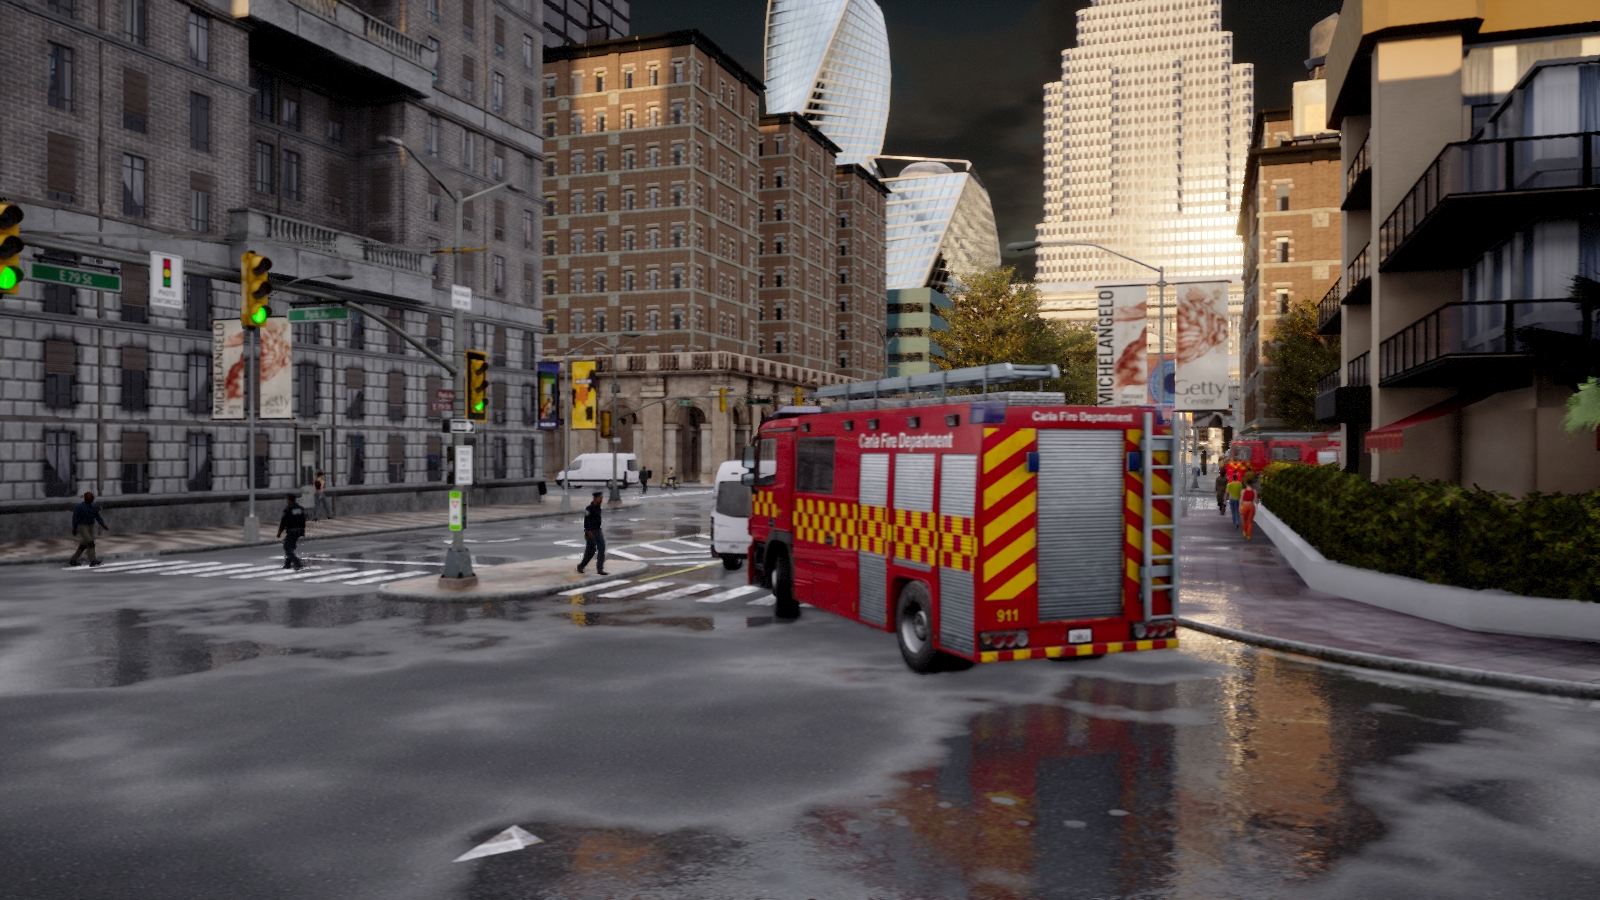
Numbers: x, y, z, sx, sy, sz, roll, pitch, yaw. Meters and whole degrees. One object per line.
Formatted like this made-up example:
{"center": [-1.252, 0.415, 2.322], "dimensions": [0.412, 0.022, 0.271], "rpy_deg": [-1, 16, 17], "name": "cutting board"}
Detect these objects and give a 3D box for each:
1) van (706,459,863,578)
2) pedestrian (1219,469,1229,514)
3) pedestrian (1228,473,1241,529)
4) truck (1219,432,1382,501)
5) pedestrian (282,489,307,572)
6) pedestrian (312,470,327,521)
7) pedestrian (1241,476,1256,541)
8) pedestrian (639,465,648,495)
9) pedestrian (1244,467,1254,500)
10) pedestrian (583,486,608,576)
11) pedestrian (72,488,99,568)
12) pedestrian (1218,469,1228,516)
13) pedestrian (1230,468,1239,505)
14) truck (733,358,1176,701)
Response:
{"center": [-0.215, 1.527, 28.148], "dimensions": [1.988, 2.561, 5.915], "rpy_deg": [0, 0, 19], "name": "van"}
{"center": [17.439, 1.696, 47.015], "dimensions": [0.375, 1.860, 0.375], "rpy_deg": [0, 0, 21], "name": "pedestrian"}
{"center": [14.583, 1.696, 38.336], "dimensions": [0.375, 1.860, 0.375], "rpy_deg": [0, 0, 17], "name": "pedestrian"}
{"center": [28.930, 0.894, 66.308], "dimensions": [8.468, 3.827, 2.891], "rpy_deg": [0, 0, 23], "name": "truck"}
{"center": [-11.604, 1.834, 26.238], "dimensions": [0.375, 1.860, 0.375], "rpy_deg": [0, 0, 28], "name": "pedestrian"}
{"center": [-17.636, 1.674, 41.941], "dimensions": [0.375, 1.860, 0.375], "rpy_deg": [0, 0, 20], "name": "pedestrian"}
{"center": [13.045, 1.698, 33.227], "dimensions": [0.375, 1.860, 0.375], "rpy_deg": [0, 0, 18], "name": "pedestrian"}
{"center": [-9.522, 1.824, 69.556], "dimensions": [0.375, 1.860, 0.375], "rpy_deg": [0, 0, 21], "name": "pedestrian"}
{"center": [24.945, 1.850, 63.458], "dimensions": [0.375, 1.860, 0.375], "rpy_deg": [0, 0, -8], "name": "pedestrian"}
{"center": [-4.315, 1.695, 24.094], "dimensions": [0.375, 1.860, 0.375], "rpy_deg": [0, 0, 33], "name": "pedestrian"}
{"center": [-16.887, 1.829, 26.996], "dimensions": [0.375, 1.860, 0.375], "rpy_deg": [0, 0, 14], "name": "pedestrian"}
{"center": [16.948, 1.697, 45.798], "dimensions": [0.375, 1.860, 0.375], "rpy_deg": [0, 0, 20], "name": "pedestrian"}
{"center": [22.221, 1.849, 58.434], "dimensions": [0.375, 1.860, 0.375], "rpy_deg": [0, 0, 13], "name": "pedestrian"}
{"center": [1.661, 0.887, 17.209], "dimensions": [2.891, 3.827, 8.468], "rpy_deg": [0, 0, -21], "name": "truck"}
